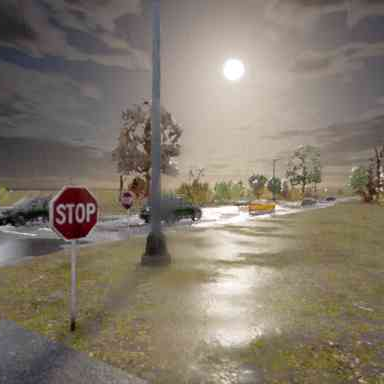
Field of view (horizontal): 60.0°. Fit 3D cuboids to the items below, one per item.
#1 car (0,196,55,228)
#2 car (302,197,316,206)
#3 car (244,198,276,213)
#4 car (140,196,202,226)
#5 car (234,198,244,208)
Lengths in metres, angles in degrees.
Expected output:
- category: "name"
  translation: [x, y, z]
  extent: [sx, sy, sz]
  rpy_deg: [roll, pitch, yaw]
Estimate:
- category: "car"
  translation: [-10.864, 1.314, 23.134]
  extent: [2.150, 2.045, 5.566]
  rpy_deg: [0, 0, 34]
- category: "car"
  translation: [20.423, 1.705, 58.054]
  extent: [1.837, 1.490, 4.892]
  rpy_deg: [1, 0, 29]
- category: "car"
  translation: [8.305, 1.619, 39.236]
  extent: [1.882, 1.535, 5.008]
  rpy_deg: [0, 0, 34]
- category: "car"
  translation: [-1.442, 1.308, 24.628]
  extent: [2.150, 2.045, 5.566]
  rpy_deg: [0, 0, 34]
- category: "car"
  translation: [8.539, 1.709, 52.227]
  extent: [2.033, 1.411, 5.357]
  rpy_deg: [0, 0, 34]
